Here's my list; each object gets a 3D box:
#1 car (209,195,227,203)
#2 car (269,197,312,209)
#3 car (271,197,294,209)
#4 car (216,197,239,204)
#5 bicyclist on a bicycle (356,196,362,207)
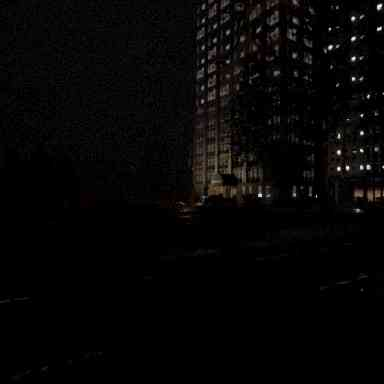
[{"bbox_3d":[4.194,1.305,63.468,2.097,1.767,4.553,1,0,-34],"label":"car"},{"bbox_3d":[12.998,1.483,44.319,2.033,1.411,5.357,1,0,-34],"label":"car"},{"bbox_3d":[12.005,1.398,39.967,1.837,1.490,4.892,1,0,-34],"label":"car"},{"bbox_3d":[6.856,1.601,65.327,1.895,1.301,4.718,1,0,-34],"label":"car"},{"bbox_3d":[23.889,1.397,47.577,1.656,1.620,0.582,1,0,-34],"label":"bicyclist on a bicycle"}]
